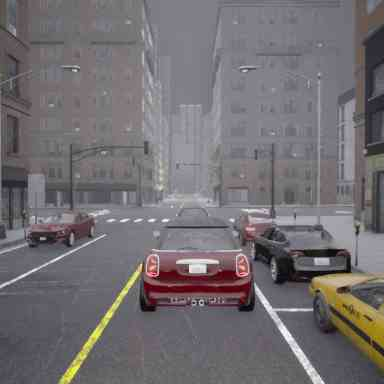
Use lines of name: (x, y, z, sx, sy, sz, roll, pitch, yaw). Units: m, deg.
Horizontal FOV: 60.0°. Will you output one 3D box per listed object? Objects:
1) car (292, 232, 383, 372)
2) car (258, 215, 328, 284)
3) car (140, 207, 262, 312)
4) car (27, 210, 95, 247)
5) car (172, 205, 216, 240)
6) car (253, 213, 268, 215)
car: (2.859, 1.524, 3.966, 1.752, 1.417, 4.829, -1, 0, 0)
car: (2.851, 1.563, 9.382, 1.947, 1.339, 4.313, -1, 0, 0)
car: (0.088, 1.350, 7.887, 2.097, 1.767, 4.553, 0, 0, 0)
car: (-5.704, 1.540, 14.951, 1.887, 1.381, 4.507, -1, 0, 0)
car: (0.068, 1.542, 18.125, 2.033, 1.411, 5.357, 0, 0, 0)
car: (2.842, 1.577, 14.968, 1.802, 1.307, 4.206, -1, 0, 0)
